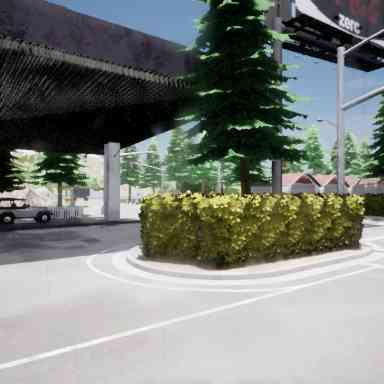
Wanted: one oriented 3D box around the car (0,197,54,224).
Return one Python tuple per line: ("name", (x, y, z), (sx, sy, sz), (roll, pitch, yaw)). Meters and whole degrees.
("car", (-11.983, 1.313, 23.471), (3.866, 1.878, 1.905), (0, 0, -36))
